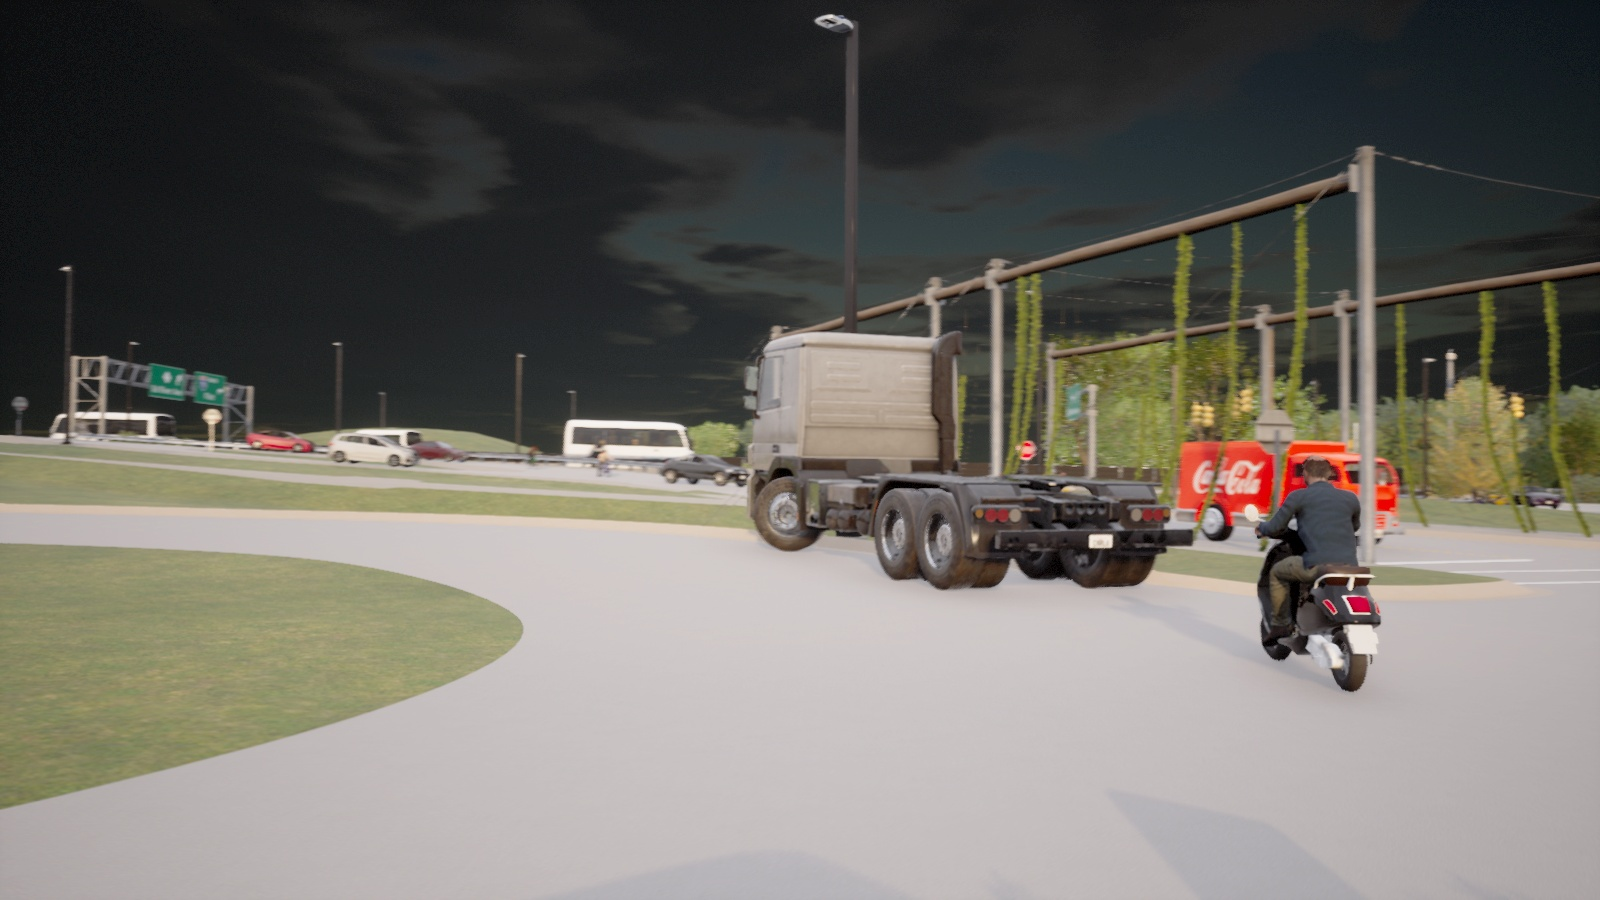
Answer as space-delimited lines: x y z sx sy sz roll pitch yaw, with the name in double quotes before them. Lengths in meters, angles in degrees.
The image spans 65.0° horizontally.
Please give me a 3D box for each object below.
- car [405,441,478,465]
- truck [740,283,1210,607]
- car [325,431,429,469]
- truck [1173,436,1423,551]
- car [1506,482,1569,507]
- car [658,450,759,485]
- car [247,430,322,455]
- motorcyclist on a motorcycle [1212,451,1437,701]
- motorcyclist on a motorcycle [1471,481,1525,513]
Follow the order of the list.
"car" -25.211 0.180 88.300 4.674 1.442 1.812 3 0 21
"truck" 1.866 -0.117 17.635 2.891 3.462 7.936 1 1 -22
"car" -22.350 0.005 66.531 4.611 1.667 2.242 4 -2 3
"truck" 11.732 0.959 30.048 2.627 2.467 5.204 1 0 -24
"car" 47.000 2.808 80.098 1.816 1.474 4.193 1 -2 5
"car" -4.897 0.904 66.664 5.027 1.651 2.152 2 -2 34
"car" -37.032 -0.511 90.311 4.514 1.525 2.007 3 -1 -6
"motorcyclist on a motorcycle" 3.667 0.814 8.977 0.866 1.590 1.817 1 0 1
"motorcyclist on a motorcycle" 34.964 2.340 62.912 2.191 1.530 0.866 1 -2 2
